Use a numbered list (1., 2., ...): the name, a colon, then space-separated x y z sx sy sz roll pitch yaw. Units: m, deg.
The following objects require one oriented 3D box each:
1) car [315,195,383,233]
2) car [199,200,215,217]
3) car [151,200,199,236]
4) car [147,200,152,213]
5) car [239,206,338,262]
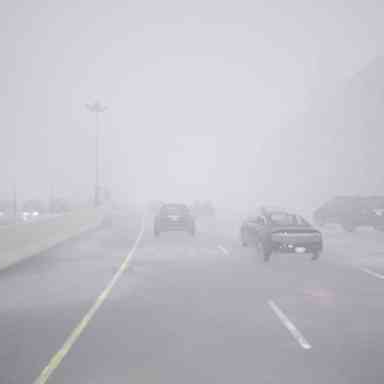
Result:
1. car: 9.401 1.215 19.891 2.150 2.045 5.566 0 0 -6
2. car: 0.785 1.511 30.837 2.128 1.511 4.902 0 0 -10
3. car: -1.068 1.367 18.822 2.097 1.767 4.553 0 0 -6
4. car: -4.056 1.582 37.636 2.033 1.411 5.357 0 0 -12
5. car: 3.035 1.493 12.232 2.128 1.511 4.902 0 0 -4
